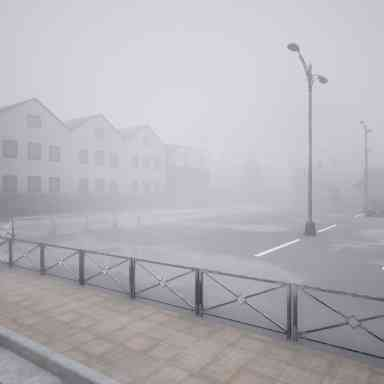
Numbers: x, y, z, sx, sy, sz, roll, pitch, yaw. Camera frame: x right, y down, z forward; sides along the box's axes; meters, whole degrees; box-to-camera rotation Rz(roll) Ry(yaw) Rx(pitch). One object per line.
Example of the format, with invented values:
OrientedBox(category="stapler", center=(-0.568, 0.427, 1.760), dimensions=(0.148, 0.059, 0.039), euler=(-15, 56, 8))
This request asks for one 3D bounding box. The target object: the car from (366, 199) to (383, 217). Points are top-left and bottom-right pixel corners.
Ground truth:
OrientedBox(category="car", center=(15.327, 1.298, 26.875), dimensions=(2.007, 1.523, 4.514), euler=(0, 0, 35))
